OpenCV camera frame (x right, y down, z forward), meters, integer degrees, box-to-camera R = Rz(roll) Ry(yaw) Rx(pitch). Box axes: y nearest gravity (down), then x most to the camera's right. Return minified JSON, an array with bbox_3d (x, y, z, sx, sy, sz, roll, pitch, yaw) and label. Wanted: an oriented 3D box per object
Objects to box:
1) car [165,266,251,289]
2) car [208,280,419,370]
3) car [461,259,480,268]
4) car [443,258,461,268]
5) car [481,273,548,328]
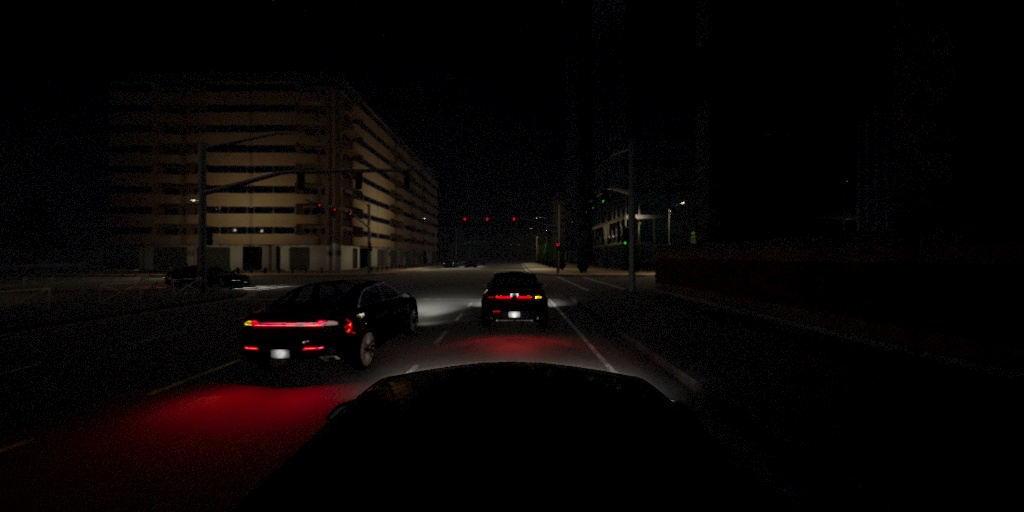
[{"bbox_3d":[-20.042,1.419,23.742,4.892,1.490,1.837,1,0,0],"label":"car"},{"bbox_3d":[-3.441,1.253,7.778,2.128,1.511,4.902,0,0,0],"label":"car"},{"bbox_3d":[-7.233,1.366,63.069,1.837,1.490,4.892,0,0,1],"label":"car"},{"bbox_3d":[-10.732,1.214,63.026,2.097,1.767,4.553,0,0,1],"label":"car"},{"bbox_3d":[0.091,1.270,11.489,1.837,1.490,4.892,0,-1,1],"label":"car"}]
